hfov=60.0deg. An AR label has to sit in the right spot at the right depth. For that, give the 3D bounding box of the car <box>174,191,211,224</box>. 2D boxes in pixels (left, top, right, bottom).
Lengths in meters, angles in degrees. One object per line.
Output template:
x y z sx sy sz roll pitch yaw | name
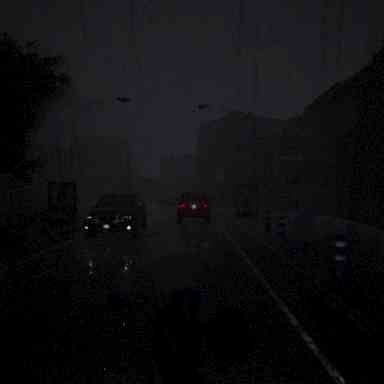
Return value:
0.096 0.969 22.858 2.150 2.045 5.566 0 0 0 | car

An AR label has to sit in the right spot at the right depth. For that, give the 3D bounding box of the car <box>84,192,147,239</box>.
-3.592 1.044 16.702 2.150 2.045 5.566 0 1 0 | car

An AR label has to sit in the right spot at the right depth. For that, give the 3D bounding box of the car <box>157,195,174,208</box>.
-2.895 1.111 40.926 2.128 1.511 4.902 1 0 -24 | car
